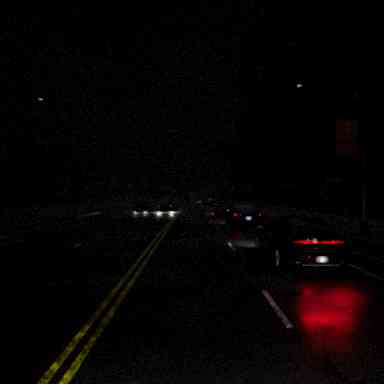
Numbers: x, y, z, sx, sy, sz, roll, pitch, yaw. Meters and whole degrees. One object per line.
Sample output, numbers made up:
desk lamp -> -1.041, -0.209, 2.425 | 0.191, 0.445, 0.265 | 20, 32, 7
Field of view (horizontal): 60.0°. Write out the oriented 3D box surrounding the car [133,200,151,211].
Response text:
car -> -6.589, 1.734, 44.542 | 2.033, 1.411, 5.357 | 0, 0, 0

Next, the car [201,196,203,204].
car -> 3.250, 1.877, 65.420 | 1.837, 1.490, 4.892 | 0, -1, 0

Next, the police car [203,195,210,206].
police car -> 3.250, 1.693, 54.522 | 1.930, 1.638, 5.238 | 0, -1, 0

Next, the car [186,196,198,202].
car -> 0.000, 1.929, 85.376 | 1.812, 1.442, 4.674 | 0, -1, 0

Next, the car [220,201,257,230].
car -> 3.249, 1.544, 21.421 | 2.163, 1.488, 4.792 | 0, 0, 0

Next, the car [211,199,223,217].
car -> 3.250, 1.667, 32.397 | 1.994, 1.385, 4.181 | 0, 0, 0

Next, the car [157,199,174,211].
car -> -3.339, 1.652, 42.999 | 1.882, 1.535, 5.008 | 0, -1, 0

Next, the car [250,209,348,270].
car -> 3.351, 1.503, 10.974 | 1.837, 1.490, 4.892 | 0, 0, 0

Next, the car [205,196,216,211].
car -> 3.250, 1.668, 43.404 | 2.128, 1.511, 4.902 | 0, 0, 0
